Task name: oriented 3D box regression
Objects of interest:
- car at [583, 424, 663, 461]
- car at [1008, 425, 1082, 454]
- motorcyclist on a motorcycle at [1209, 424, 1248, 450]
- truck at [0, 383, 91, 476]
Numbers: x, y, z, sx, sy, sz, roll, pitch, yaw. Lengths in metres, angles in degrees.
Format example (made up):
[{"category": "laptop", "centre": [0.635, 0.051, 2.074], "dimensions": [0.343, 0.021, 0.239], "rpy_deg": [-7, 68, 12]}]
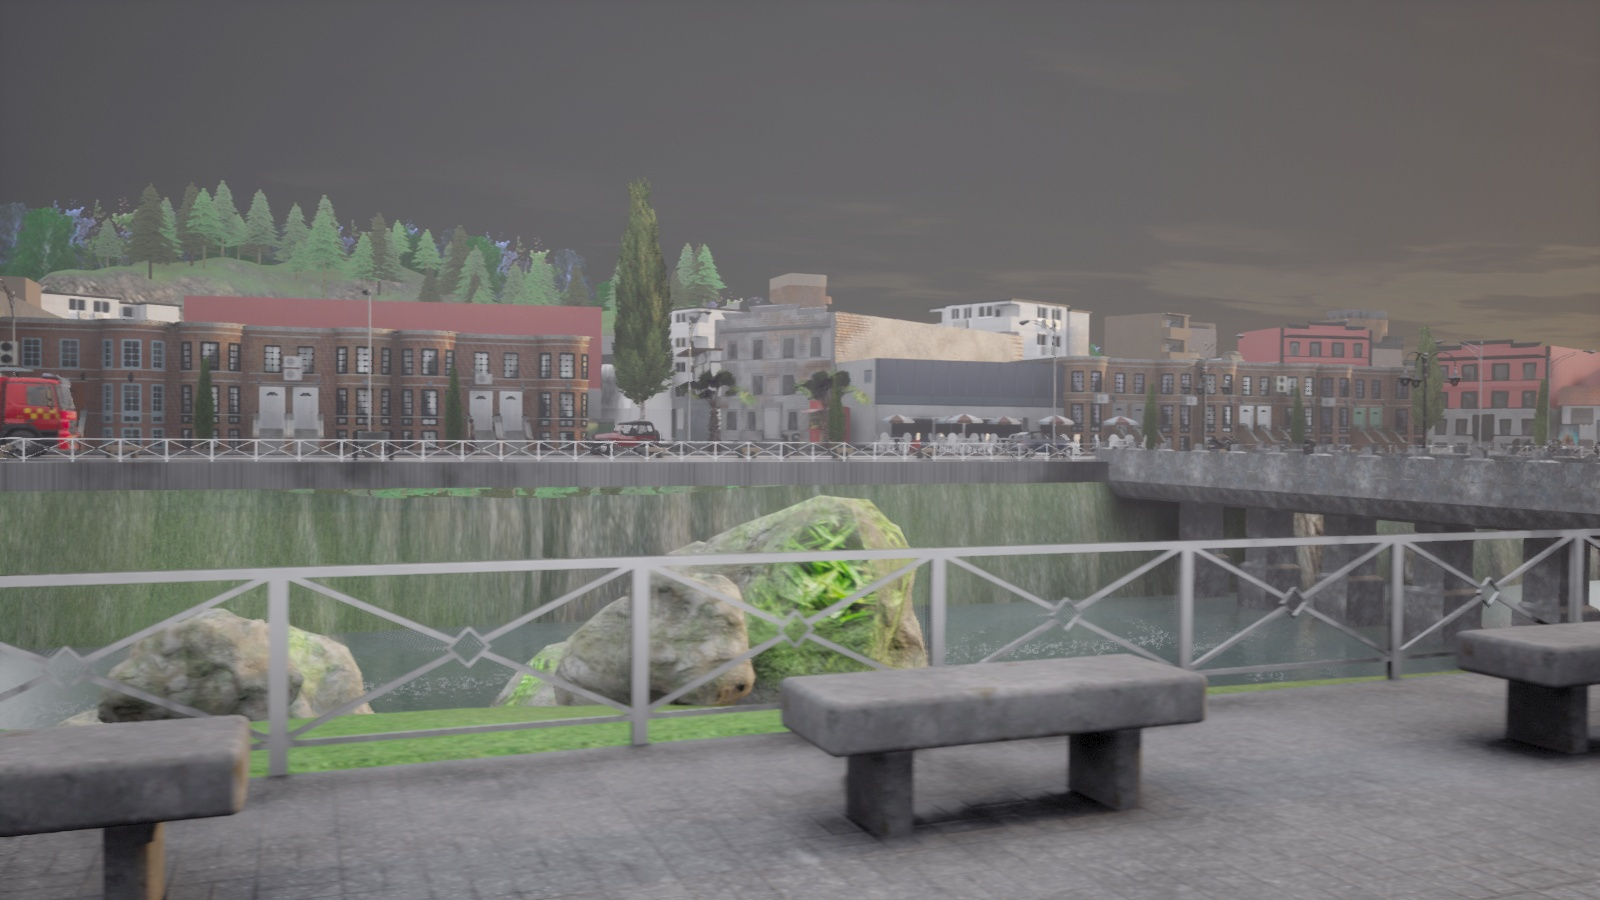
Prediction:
[{"category": "car", "centre": [-9.369, -0.416, 66.450], "dimensions": [3.866, 1.878, 1.905], "rpy_deg": [-1, 1, -22]}, {"category": "car", "centre": [13.923, -0.602, 71.407], "dimensions": [3.705, 1.549, 1.789], "rpy_deg": [-1, 1, -21]}, {"category": "motorcyclist on a motorcycle", "centre": [25.983, -0.773, 76.189], "dimensions": [2.191, 1.530, 0.866], "rpy_deg": [-1, 1, -22]}, {"category": "truck", "centre": [-34.534, -0.828, 52.135], "dimensions": [8.468, 3.827, 2.891], "rpy_deg": [-1, 1, -22]}]
